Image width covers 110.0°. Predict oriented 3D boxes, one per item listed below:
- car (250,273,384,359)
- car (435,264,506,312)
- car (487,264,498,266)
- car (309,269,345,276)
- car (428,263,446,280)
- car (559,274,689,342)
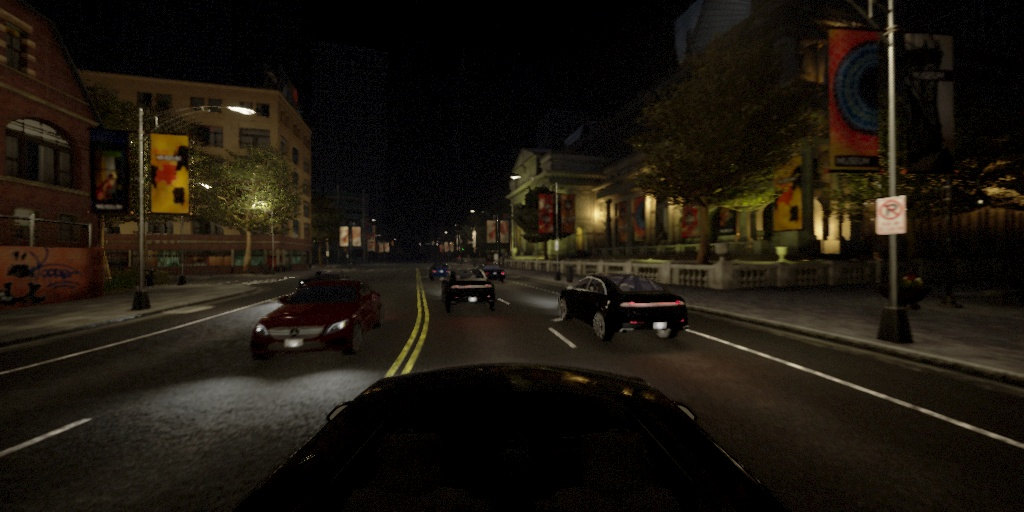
[{"bbox_3d":[-4.364,1.318,8.784,1.812,1.442,4.674,0,0,-10],"label":"car"},{"bbox_3d":[-1.879,1.267,14.577,2.128,1.511,4.902,0,0,-13],"label":"car"},{"bbox_3d":[-1.901,1.333,28.830,2.033,1.411,5.357,0,0,-15],"label":"car"},{"bbox_3d":[-10.732,1.461,20.835,1.895,1.301,4.718,0,0,-15],"label":"car"},{"bbox_3d":[-6.684,1.376,33.167,2.033,1.411,5.357,0,0,-15],"label":"car"},{"bbox_3d":[2.685,1.226,9.790,2.128,1.511,4.902,0,0,-9],"label":"car"}]
